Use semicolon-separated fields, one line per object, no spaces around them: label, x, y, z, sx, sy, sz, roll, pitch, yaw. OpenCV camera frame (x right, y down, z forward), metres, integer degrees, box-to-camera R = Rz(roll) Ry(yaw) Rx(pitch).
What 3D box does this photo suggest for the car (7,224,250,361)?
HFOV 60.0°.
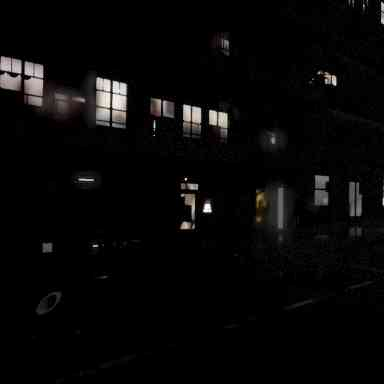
car;-0.942;1.441;5.876;4.097;1.590;1.967;0;1;-36
